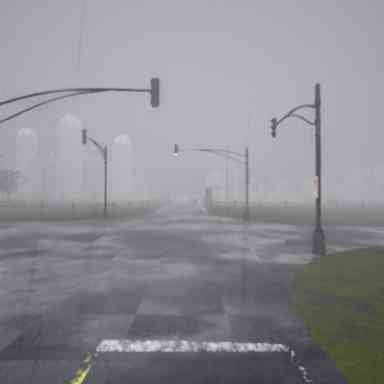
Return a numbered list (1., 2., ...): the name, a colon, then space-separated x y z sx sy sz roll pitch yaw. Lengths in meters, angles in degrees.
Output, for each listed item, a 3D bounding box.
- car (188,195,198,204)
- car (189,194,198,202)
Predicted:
1. car: 0.263 1.690 70.600 2.128 1.511 4.902 0 0 0
2. car: 0.316 1.393 80.994 2.097 1.767 4.553 0 0 0
